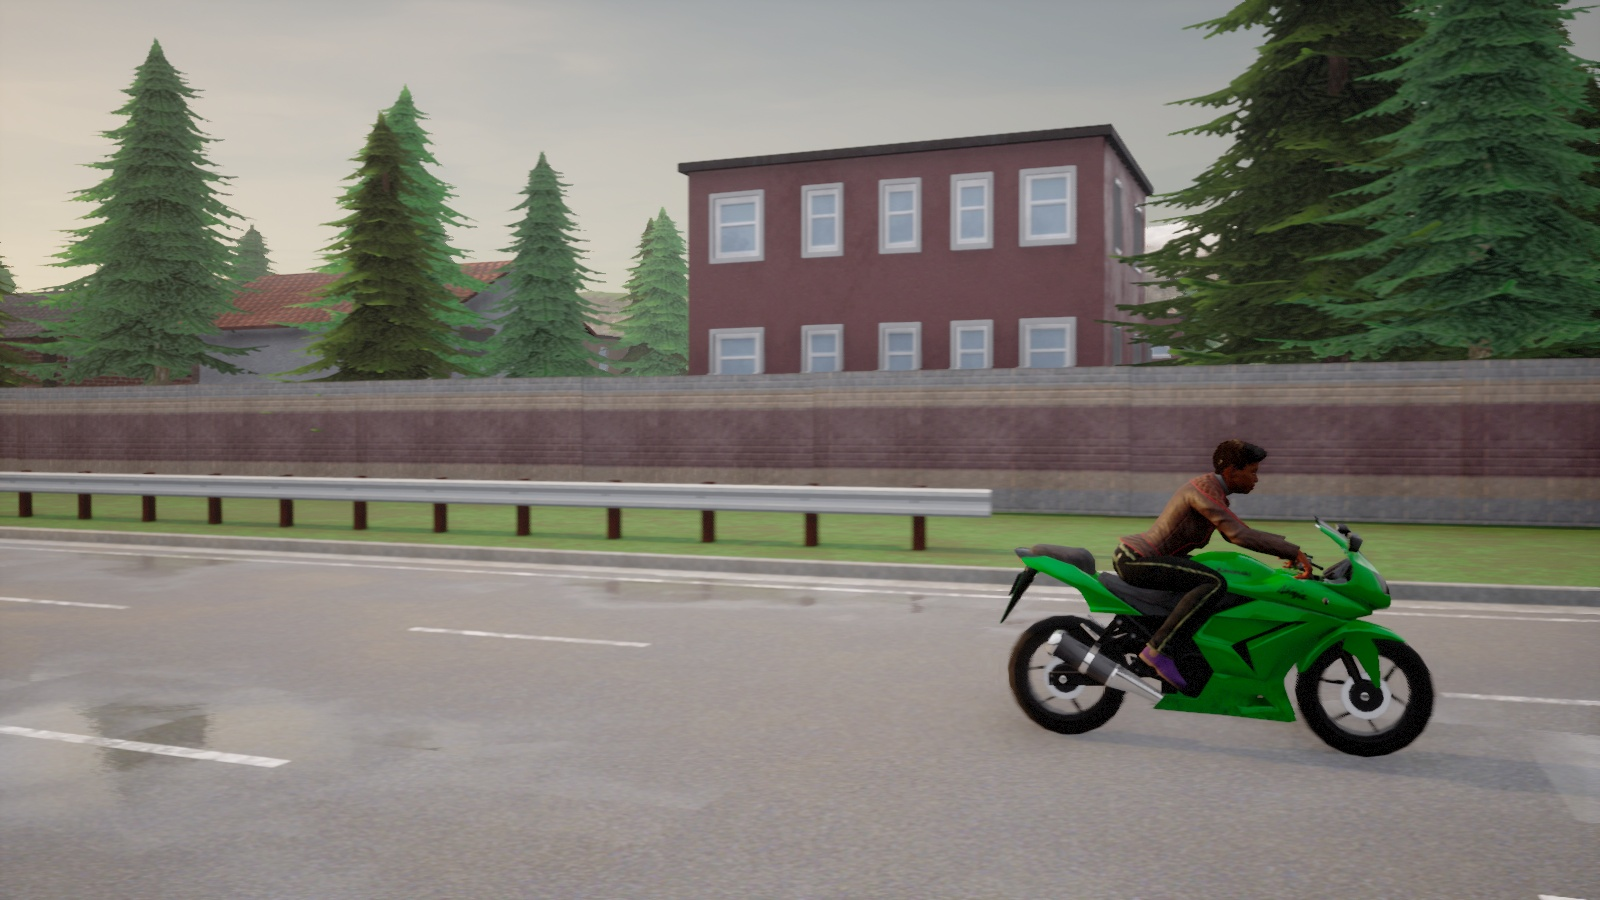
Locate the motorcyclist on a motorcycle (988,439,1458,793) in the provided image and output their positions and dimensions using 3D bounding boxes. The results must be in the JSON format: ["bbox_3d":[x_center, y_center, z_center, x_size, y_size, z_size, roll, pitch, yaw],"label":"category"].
[{"bbox_3d":[2.020,0.719,6.181,2.044,1.523,0.797,1,1,19],"label":"motorcyclist on a motorcycle"}]
